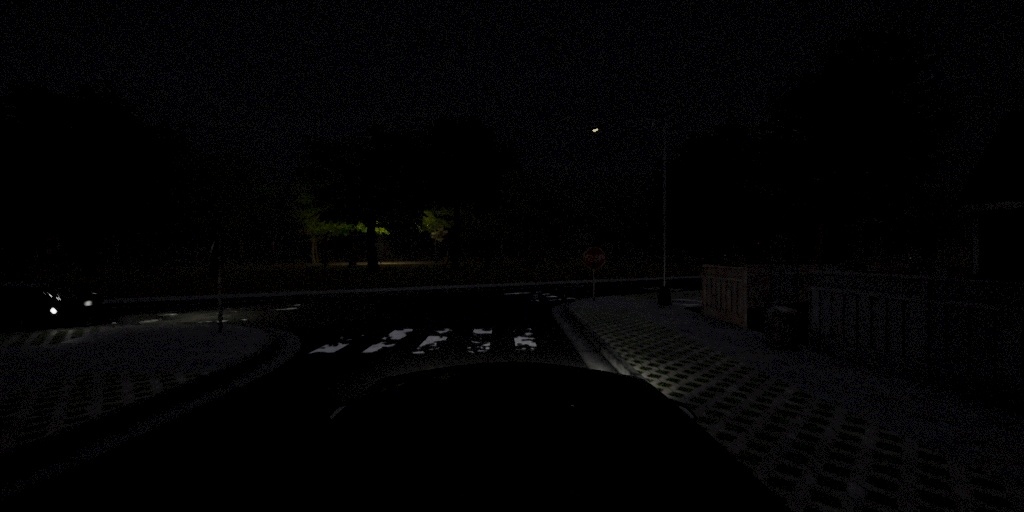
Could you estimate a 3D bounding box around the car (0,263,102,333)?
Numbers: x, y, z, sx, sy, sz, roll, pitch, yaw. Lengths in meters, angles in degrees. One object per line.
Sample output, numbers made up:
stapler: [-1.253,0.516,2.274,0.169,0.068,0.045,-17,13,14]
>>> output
car: [-15.504,1.100,9.868,5.566,2.045,2.150,0,0,-23]

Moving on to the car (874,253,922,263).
car: [39.592,0.705,36.756,5.566,2.045,2.150,0,0,-23]

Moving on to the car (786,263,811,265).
car: [20.644,1.179,25.544,4.181,1.385,1.994,0,0,-23]
